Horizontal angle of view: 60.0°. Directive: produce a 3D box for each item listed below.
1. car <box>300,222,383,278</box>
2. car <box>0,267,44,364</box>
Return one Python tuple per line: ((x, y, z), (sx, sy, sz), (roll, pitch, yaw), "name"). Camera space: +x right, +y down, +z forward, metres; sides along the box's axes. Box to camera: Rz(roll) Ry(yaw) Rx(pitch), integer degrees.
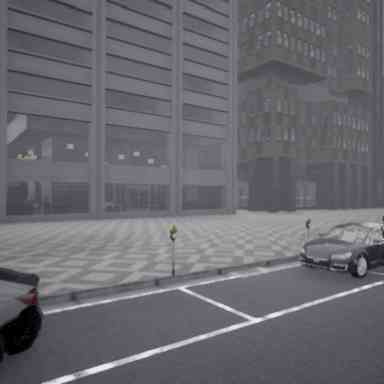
((5.165, 1.645, 10.330), (4.403, 1.369, 2.008), (1, -1, -35), "car")
((-4.023, 1.554, 3.784), (4.313, 1.339, 1.947), (1, -1, -35), "car")
